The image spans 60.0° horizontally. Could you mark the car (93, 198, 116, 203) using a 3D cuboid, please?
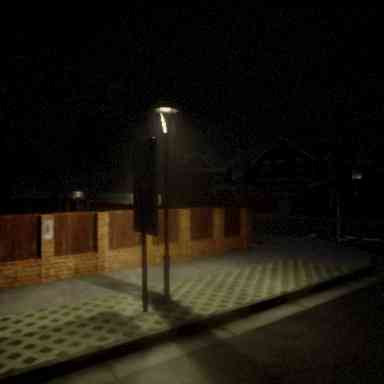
[{"bbox_3d":[-9.236,1.283,34.755,1.994,1.385,4.181,-2,2,-38],"label":"car"}]

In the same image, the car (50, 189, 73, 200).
[{"bbox_3d":[-18.973,0.608,48.096,2.150,2.045,5.566,-2,2,-34],"label":"car"}]
